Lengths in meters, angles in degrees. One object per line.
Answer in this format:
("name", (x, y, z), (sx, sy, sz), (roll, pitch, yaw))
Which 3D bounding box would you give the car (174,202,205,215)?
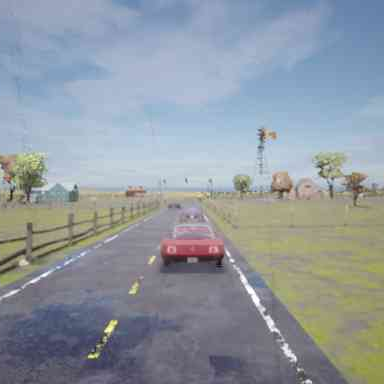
("car", (0.021, 1.768, 25.255), (2.033, 1.411, 5.357), (0, 0, 1))

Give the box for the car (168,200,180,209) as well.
("car", (-2.837, 1.955, 53.467), (1.882, 1.535, 5.008), (0, 0, 0))

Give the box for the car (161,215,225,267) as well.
("car", (0.038, 1.703, 11.810), (1.895, 1.301, 4.718), (0, 0, 0))
